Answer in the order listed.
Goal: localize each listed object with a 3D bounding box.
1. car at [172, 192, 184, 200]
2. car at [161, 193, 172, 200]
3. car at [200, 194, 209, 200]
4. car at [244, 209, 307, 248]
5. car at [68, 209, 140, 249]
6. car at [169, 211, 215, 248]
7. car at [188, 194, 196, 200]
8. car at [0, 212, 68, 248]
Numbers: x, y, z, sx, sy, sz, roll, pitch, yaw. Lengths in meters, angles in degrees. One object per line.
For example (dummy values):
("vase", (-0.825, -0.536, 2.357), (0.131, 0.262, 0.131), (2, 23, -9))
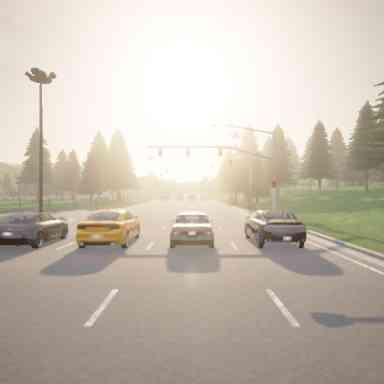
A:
("car", (-3.500, 1.360, 86.472), (1.882, 1.535, 5.008), (0, 0, 0))
("car", (-7.000, 1.400, 86.888), (1.837, 1.490, 4.892), (0, 0, 0))
("car", (3.500, 1.425, 86.888), (1.812, 1.442, 4.674), (0, 0, 0))
("car", (3.500, 1.492, 14.650), (2.128, 1.511, 4.902), (0, 0, 0))
("car", (-3.500, 1.482, 14.650), (1.882, 1.535, 5.008), (0, 0, 0))
("car", (0.000, 1.560, 14.650), (2.033, 1.411, 5.357), (0, 0, 0))
("car", (0.000, 1.254, 86.825), (2.097, 1.767, 4.553), (0, 0, 0))
("car", (-7.000, 1.569, 14.650), (1.994, 1.385, 4.181), (0, 0, 0))
